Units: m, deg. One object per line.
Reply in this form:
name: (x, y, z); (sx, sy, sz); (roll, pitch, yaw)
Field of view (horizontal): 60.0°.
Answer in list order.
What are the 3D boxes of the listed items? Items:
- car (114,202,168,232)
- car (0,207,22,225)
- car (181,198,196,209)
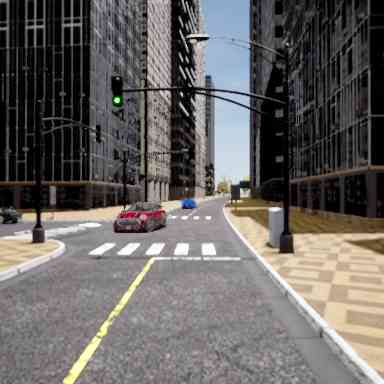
car: (-3.088, 1.458, 20.943); (2.097, 1.767, 4.553); (-2, -1, 14)
car: (-16.485, 1.970, 27.859); (4.403, 1.369, 2.008); (-1, 0, 10)
car: (-0.457, 1.681, 48.478); (1.882, 1.535, 5.008); (0, 1, 6)
